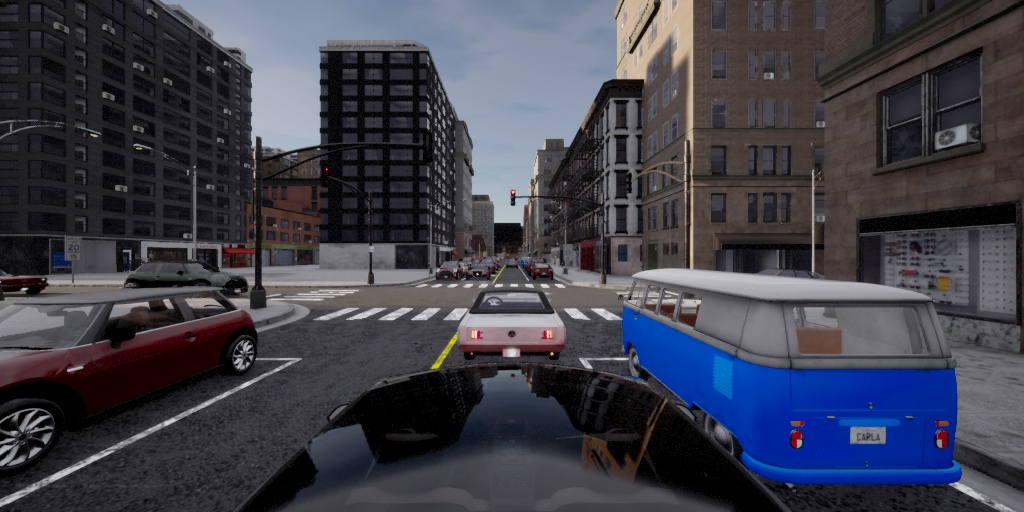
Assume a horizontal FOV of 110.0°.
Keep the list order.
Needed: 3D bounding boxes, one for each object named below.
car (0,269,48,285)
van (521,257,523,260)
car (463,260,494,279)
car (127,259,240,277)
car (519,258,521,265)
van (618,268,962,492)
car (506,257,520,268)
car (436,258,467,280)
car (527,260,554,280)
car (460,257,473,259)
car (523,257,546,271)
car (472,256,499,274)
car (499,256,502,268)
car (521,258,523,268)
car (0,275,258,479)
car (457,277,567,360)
[{"bbox_3d":[-24.903,1.221,16.701,4.718,1.301,1.895,0,0,0],"label":"car"},{"bbox_3d":[2.583,1.086,53.025,1.690,1.789,3.998,0,0,0],"label":"van"},{"bbox_3d":[-2.882,1.313,31.553,1.994,1.385,4.181,0,0,-1],"label":"car"},{"bbox_3d":[-15.012,1.027,16.713,4.553,1.767,2.097,0,0,0],"label":"car"},{"bbox_3d":[2.577,1.309,58.434,1.948,1.339,4.313,0,0,0],"label":"car"},{"bbox_3d":[2.637,1.091,4.506,1.690,1.789,3.998,0,0,0],"label":"van"},{"bbox_3d":[0.040,1.307,60.798,1.994,1.385,4.181,0,0,-1],"label":"car"},{"bbox_3d":[-5.418,1.188,31.377,1.967,1.591,4.097,0,0,0],"label":"car"},{"bbox_3d":[2.607,1.294,31.386,1.888,1.381,4.507,0,0,0],"label":"car"},{"bbox_3d":[-5.430,1.063,42.196,2.192,1.841,5.009,0,0,0],"label":"car"},{"bbox_3d":[2.601,1.063,36.796,2.192,1.841,5.009,0,0,0],"label":"car"},{"bbox_3d":[-2.874,1.100,40.173,2.097,1.767,4.553,0,0,0],"label":"car"},{"bbox_3d":[-2.887,1.099,49.048,2.097,1.767,4.553,0,0,0],"label":"car"},{"bbox_3d":[2.589,1.292,47.615,1.888,1.381,4.507,0,0,0],"label":"car"},{"bbox_3d":[-5.388,1.190,4.498,1.967,1.591,4.097,0,0,0],"label":"car"},{"bbox_3d":[-0.005,1.351,8.292,1.895,1.301,4.718,0,0,0],"label":"car"}]
